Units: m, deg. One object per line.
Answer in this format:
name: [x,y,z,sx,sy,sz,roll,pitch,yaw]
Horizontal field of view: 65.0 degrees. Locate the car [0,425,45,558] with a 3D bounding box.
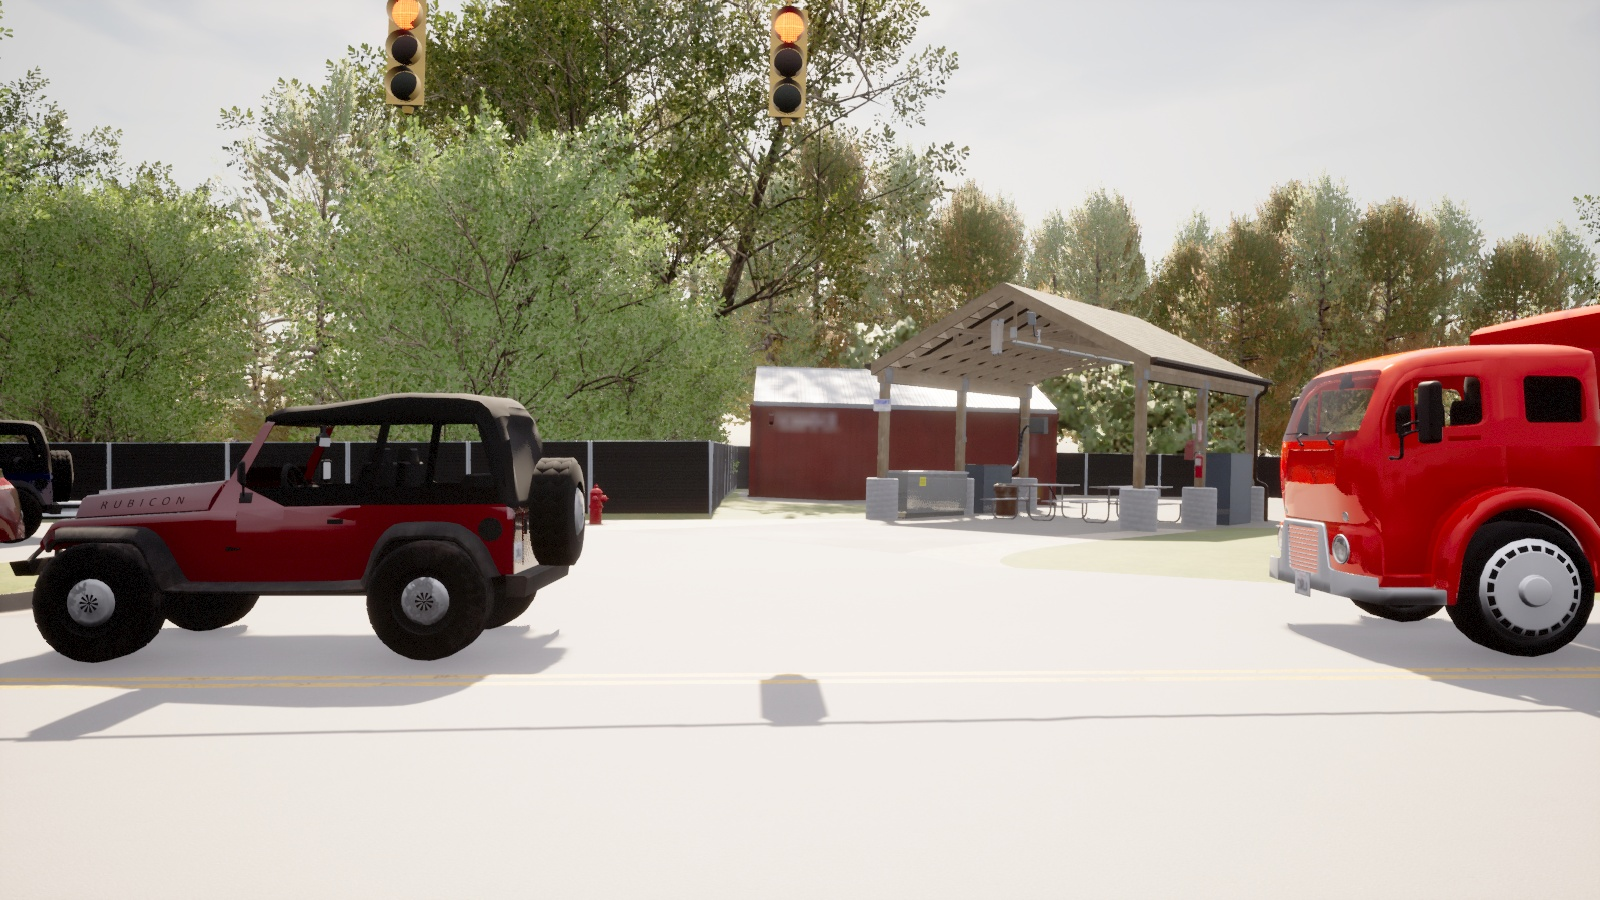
car: [-12.019,0.471,14.677,2.152,1.651,5.027,1,0,41]

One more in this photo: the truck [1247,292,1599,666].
truck: [6.484,0.191,9.585,5.204,2.467,2.627,0,0,1]

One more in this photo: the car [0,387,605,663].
car: [-3.577,0.518,9.586,3.866,1.878,1.905,0,0,0]

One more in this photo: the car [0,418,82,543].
car: [-13.277,0.428,19.139,3.866,1.878,1.905,1,1,-36]
